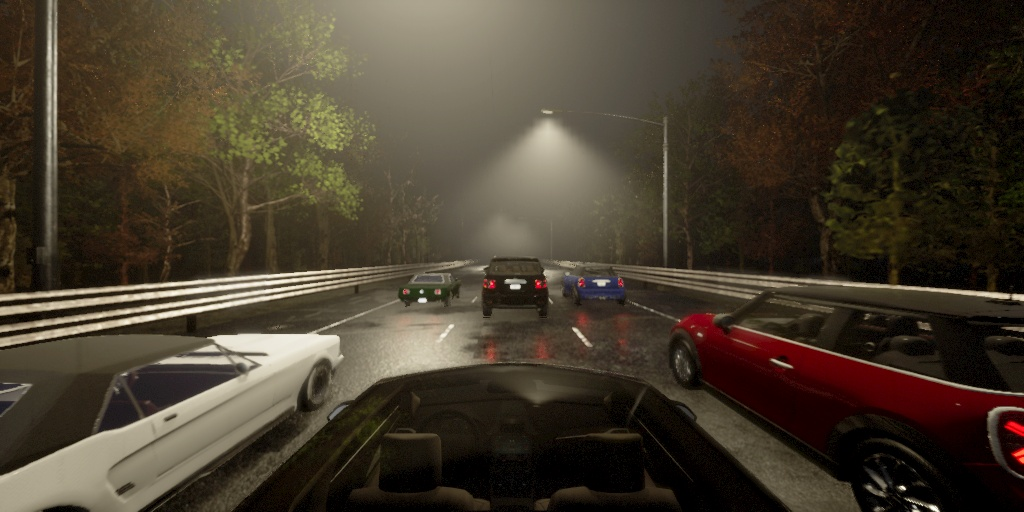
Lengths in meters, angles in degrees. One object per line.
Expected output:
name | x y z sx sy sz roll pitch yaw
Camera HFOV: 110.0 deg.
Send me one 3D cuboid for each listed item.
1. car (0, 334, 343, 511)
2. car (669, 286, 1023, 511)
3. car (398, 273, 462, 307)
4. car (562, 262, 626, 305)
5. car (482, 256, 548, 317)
car | -3.402 1.357 3.142 1.895 1.301 4.718 0 0 0
car | 3.595 1.111 3.998 2.097 1.767 4.553 0 0 0
car | -3.410 1.405 15.861 1.895 1.301 4.718 0 0 0
car | 3.592 1.158 16.510 2.097 1.767 4.553 0 0 0
car | 0.096 1.019 13.494 2.150 2.045 5.566 0 0 0
